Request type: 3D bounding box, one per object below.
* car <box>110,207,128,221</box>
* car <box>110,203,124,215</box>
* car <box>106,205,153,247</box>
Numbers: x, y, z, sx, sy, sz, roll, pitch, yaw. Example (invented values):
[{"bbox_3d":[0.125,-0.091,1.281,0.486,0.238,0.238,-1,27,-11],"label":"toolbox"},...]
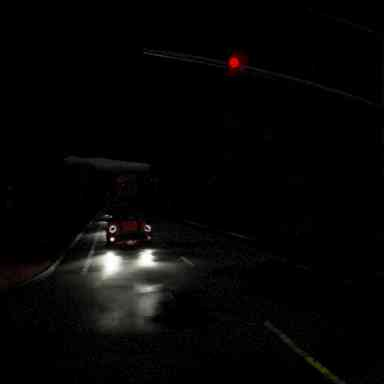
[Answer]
[{"bbox_3d":[-8.379,2.444,37.962,1.812,1.442,4.674,1,-1,-14],"label":"car"},{"bbox_3d":[-12.017,2.720,53.152,2.097,1.767,4.553,1,-2,-14],"label":"car"},{"bbox_3d":[-3.289,1.740,17.172,2.097,1.767,4.553,1,-2,-14],"label":"car"}]
